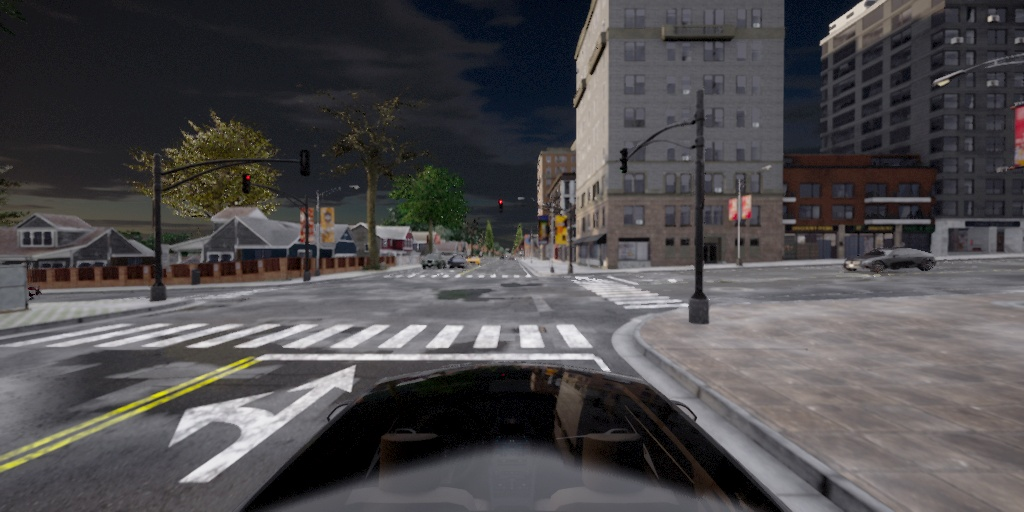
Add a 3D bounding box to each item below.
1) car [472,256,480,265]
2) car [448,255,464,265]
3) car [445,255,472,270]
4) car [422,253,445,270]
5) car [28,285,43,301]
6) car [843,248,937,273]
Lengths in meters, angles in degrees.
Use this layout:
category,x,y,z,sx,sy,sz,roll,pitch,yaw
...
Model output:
category,x,y,z,sx,sy,sz,roll,pitch,yaw
car,-6.640,0.804,62.958,1.882,1.535,5.008,0,0,0
car,-9.885,0.674,63.541,2.097,1.767,4.553,0,0,0
car,-6.659,0.970,45.224,2.033,1.411,5.357,0,0,0
car,-9.909,0.640,45.840,2.150,2.045,5.566,0,0,0
car,-27.787,1.874,18.635,4.718,1.301,1.895,-2,1,0
car,23.132,0.239,21.998,4.674,1.442,1.812,-2,1,0
